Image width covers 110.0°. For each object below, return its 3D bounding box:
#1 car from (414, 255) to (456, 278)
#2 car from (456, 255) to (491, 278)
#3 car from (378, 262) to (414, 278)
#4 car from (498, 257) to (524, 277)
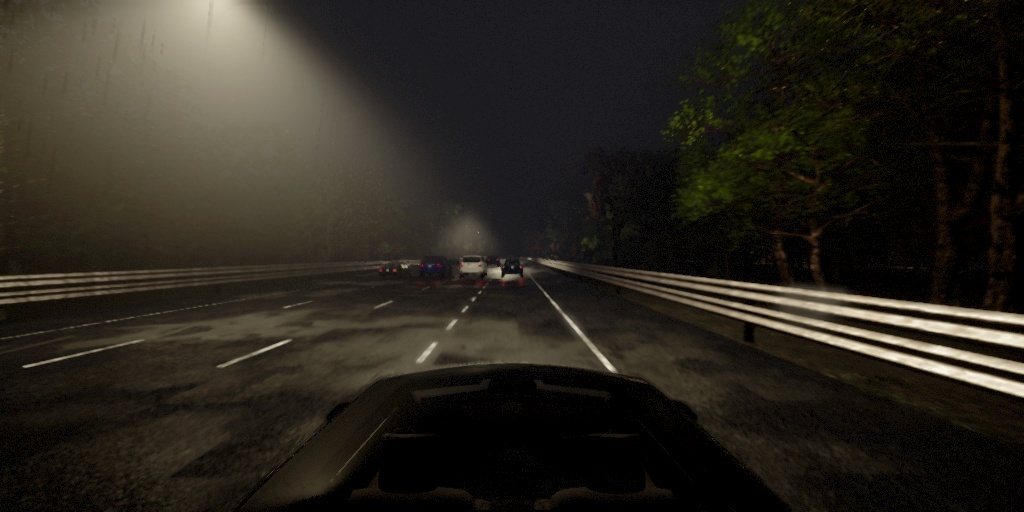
[{"bbox_3d":[-6.967,0.933,33.184,2.150,2.045,5.566,0,1,0],"label":"car"},{"bbox_3d":[-3.468,0.933,33.160,2.150,2.045,5.566,0,1,0],"label":"car"},{"bbox_3d":[-10.471,1.257,32.723,2.033,1.411,5.357,0,0,0],"label":"car"},{"bbox_3d":[0.047,1.057,34.575,2.097,1.767,4.553,0,0,1],"label":"car"}]
